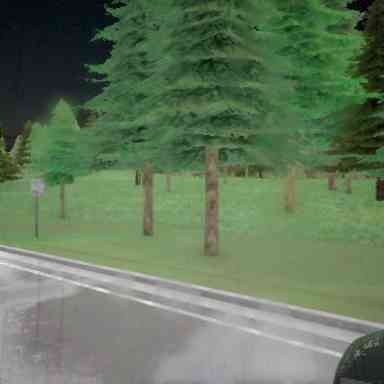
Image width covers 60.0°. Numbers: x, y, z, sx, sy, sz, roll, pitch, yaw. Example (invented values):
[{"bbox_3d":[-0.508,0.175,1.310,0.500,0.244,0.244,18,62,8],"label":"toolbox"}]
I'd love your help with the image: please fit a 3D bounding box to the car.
[{"bbox_3d":[3.296,1.519,1.642,4.892,1.490,1.837,0,0,35],"label":"car"}]
